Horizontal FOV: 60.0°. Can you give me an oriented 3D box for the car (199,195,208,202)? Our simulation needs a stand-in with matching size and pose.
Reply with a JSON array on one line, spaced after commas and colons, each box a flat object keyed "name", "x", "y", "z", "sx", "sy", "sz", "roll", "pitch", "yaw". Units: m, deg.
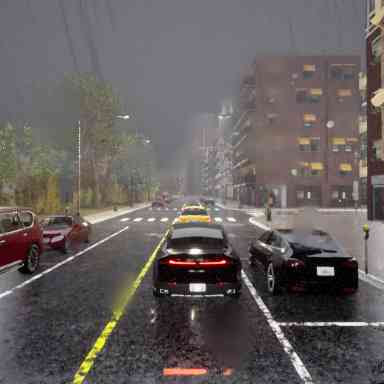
[{"name": "car", "x": 2.714, "y": 1.492, "z": 80.743, "sx": 1.967, "sy": 1.590, "sz": 4.097, "roll": 1, "pitch": 0, "yaw": 0}]

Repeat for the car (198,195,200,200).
[{"name": "car", "x": 2.693, "y": 1.621, "z": 69.376, "sx": 1.802, "sy": 1.307, "sz": 4.206, "roll": 1, "pitch": 0, "yaw": 0}]

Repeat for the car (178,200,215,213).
[{"name": "car", "x": 0.132, "y": 1.461, "z": 19.060, "sx": 1.801, "sy": 1.575, "sz": 5.366, "roll": 0, "pitch": 0, "yaw": 0}]

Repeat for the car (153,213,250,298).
[{"name": "car", "x": 0.114, "y": 1.507, "z": 8.526, "sx": 1.837, "sy": 1.490, "sz": 4.892, "roll": 0, "pitch": 0, "yaw": 0}]

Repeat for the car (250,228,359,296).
[{"name": "car", "x": 2.587, "y": 1.568, "z": 8.510, "sx": 1.947, "sy": 1.339, "sz": 4.313, "roll": 1, "pitch": 0, "yaw": 0}]

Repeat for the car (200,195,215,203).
[{"name": "car", "x": 2.664, "y": 1.574, "z": 52.327, "sx": 2.008, "sy": 1.369, "sz": 4.403, "roll": 1, "pitch": 0, "yaw": 0}]

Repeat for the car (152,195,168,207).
[{"name": "car", "x": -5.218, "y": 1.568, "z": 51.537, "sx": 1.887, "sy": 1.381, "sz": 4.507, "roll": 1, "pitch": 0, "yaw": 0}]

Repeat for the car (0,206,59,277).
[{"name": "car", "x": -5.292, "y": 1.317, "z": 7.767, "sx": 2.192, "sy": 1.841, "sz": 5.009, "roll": 1, "pitch": 0, "yaw": 0}]

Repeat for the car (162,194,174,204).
[{"name": "car", "x": -5.196, "y": 1.348, "z": 62.889, "sx": 2.192, "sy": 1.841, "sz": 5.009, "roll": 1, "pitch": 0, "yaw": 0}]

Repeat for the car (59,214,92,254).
[{"name": "car", "x": -5.285, "y": 1.585, "z": 13.422, "sx": 1.802, "sy": 1.307, "sz": 4.206, "roll": 1, "pitch": 0, "yaw": 0}]

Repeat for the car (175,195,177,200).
[{"name": "car", "x": -5.159, "y": 1.609, "z": 85.593, "sx": 2.008, "sy": 1.369, "sz": 4.403, "roll": 1, "pitch": 0, "yaw": 0}]
